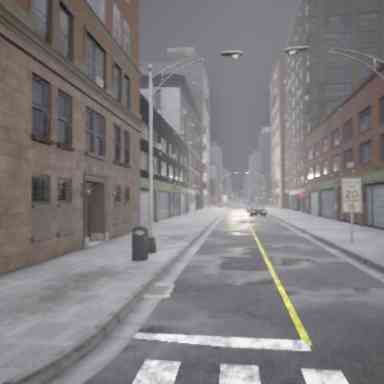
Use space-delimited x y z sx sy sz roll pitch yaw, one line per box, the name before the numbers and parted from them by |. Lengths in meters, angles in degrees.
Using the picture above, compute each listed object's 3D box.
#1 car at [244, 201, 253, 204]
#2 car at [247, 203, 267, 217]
car | 9.324 2.526 50.644 2.033 1.411 5.357 -1 -1 8
car | 8.014 2.370 40.539 1.895 1.301 4.718 -1 -1 8
